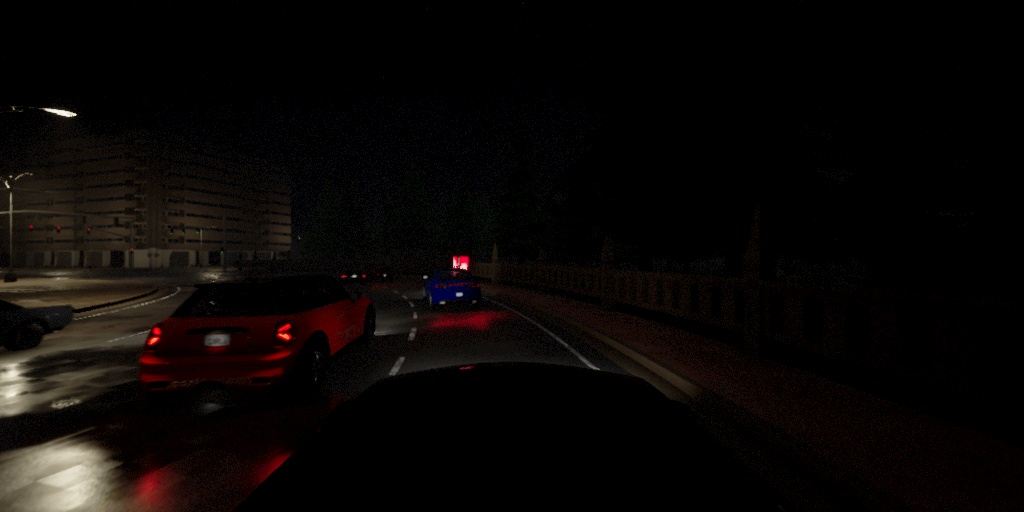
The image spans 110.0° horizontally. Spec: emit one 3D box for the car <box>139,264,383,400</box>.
[{"bbox_3d":[-4.125,1.122,6.789,2.097,1.767,4.553,0,0,-7],"label":"car"}]

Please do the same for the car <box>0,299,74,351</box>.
[{"bbox_3d":[-11.106,1.388,6.275,1.895,1.301,4.718,0,0,-11],"label":"car"}]

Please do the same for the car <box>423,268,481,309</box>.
[{"bbox_3d":[-2.702,1.259,15.404,1.882,1.535,5.008,0,0,-18],"label":"car"}]

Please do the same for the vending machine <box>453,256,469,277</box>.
[{"bbox_3d":[-3.802,1.000,26.814,1.100,2.100,0.880,0,0,-33],"label":"vending machine"}]

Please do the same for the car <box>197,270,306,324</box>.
[{"bbox_3d":[-9.479,1.343,13.635,2.033,1.411,5.357,0,0,-21],"label":"car"}]

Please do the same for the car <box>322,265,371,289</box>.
[{"bbox_3d":[-11.724,1.370,25.185,2.033,1.411,5.357,0,0,-37],"label":"car"}]

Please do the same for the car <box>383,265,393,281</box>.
[{"bbox_3d":[-11.688,1.358,30.313,1.812,1.442,4.674,0,0,-42],"label":"car"}]
